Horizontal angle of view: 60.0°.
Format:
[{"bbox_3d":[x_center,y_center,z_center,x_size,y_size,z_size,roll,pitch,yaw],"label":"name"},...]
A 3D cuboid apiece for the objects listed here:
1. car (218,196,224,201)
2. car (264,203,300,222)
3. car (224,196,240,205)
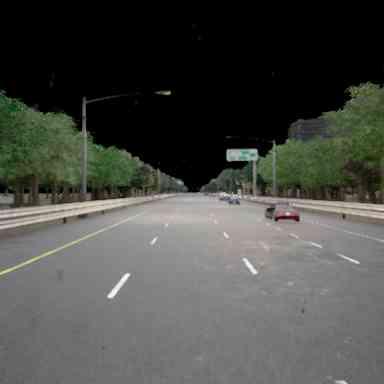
[{"bbox_3d":[7.314,1.538,79.502,1.895,1.301,4.718,0,0,0],"label":"car"},{"bbox_3d":[7.036,1.562,26.342,1.994,1.385,4.181,0,0,0],"label":"car"},{"bbox_3d":[7.178,1.506,58.178,1.812,1.442,4.674,0,0,0],"label":"car"}]
